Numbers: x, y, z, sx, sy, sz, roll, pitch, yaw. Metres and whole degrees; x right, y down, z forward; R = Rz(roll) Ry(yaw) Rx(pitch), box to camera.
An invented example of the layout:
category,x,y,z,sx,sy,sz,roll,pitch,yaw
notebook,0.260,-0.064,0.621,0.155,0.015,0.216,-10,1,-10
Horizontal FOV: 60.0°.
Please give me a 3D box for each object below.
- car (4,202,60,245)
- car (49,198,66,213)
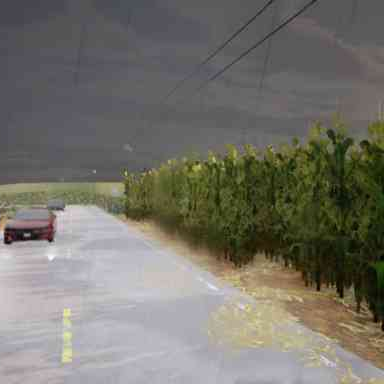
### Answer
category,x,y,z,sx,sy,sz,roll,pitch,yaw
car,-7.512,1.476,15.829,1.882,1.535,5.008,0,0,-20
car,-15.271,1.502,37.412,1.837,1.490,4.892,0,0,-20
